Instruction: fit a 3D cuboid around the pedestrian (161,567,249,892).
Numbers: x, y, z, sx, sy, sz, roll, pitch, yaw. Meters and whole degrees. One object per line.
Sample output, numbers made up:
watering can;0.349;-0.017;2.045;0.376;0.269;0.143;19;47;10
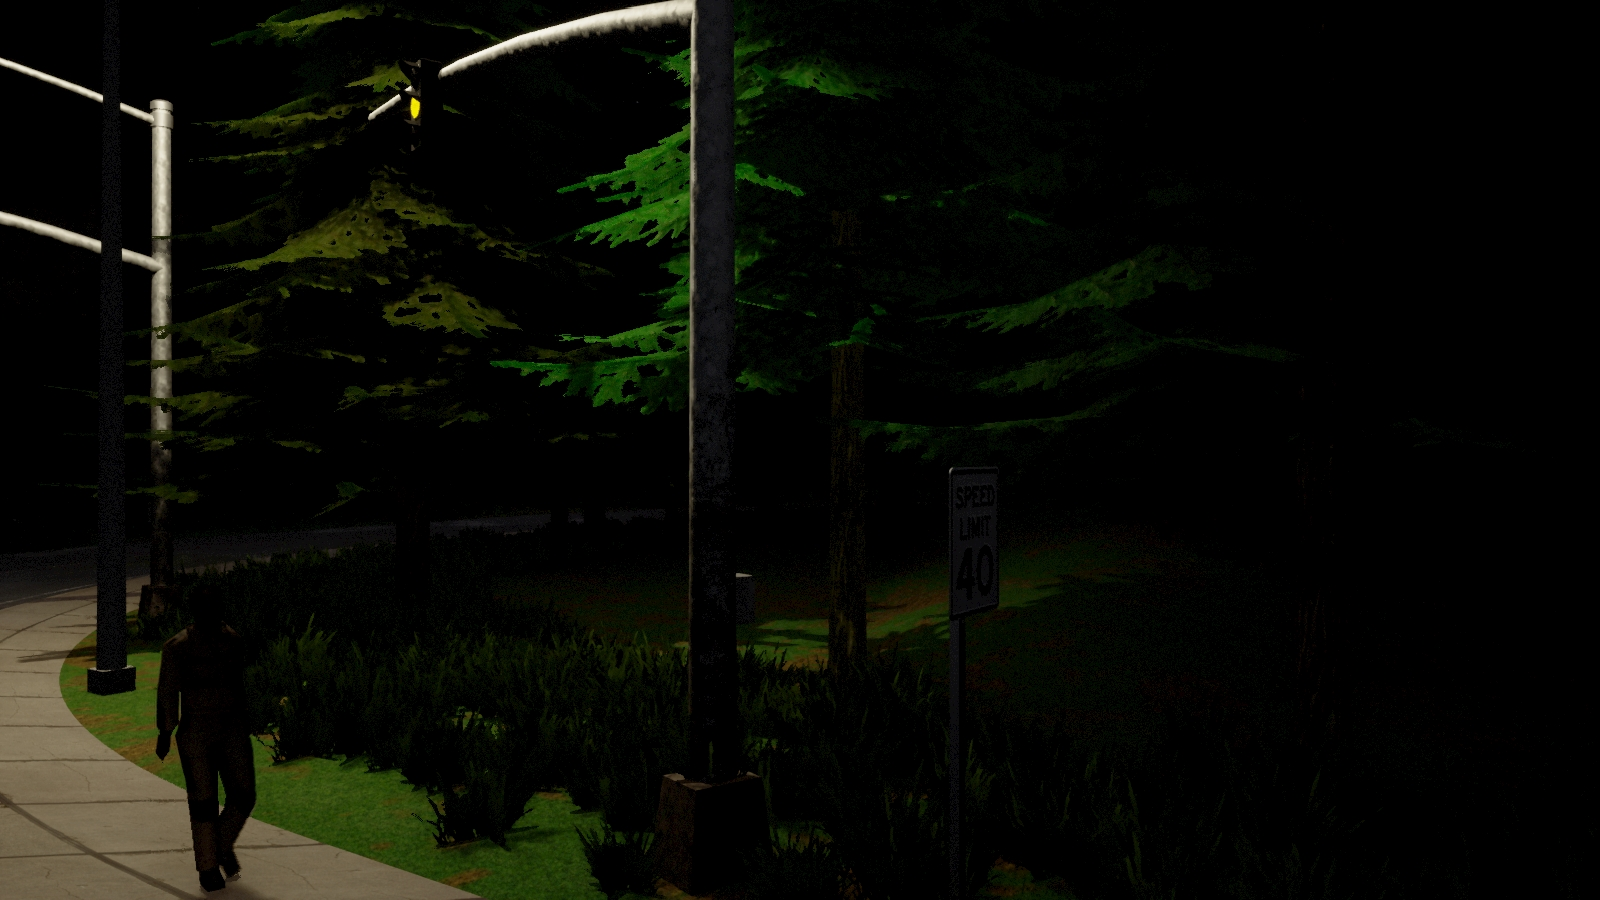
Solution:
pedestrian;-3.641;1.671;6.994;0.375;1.860;0.375;0;0;43
